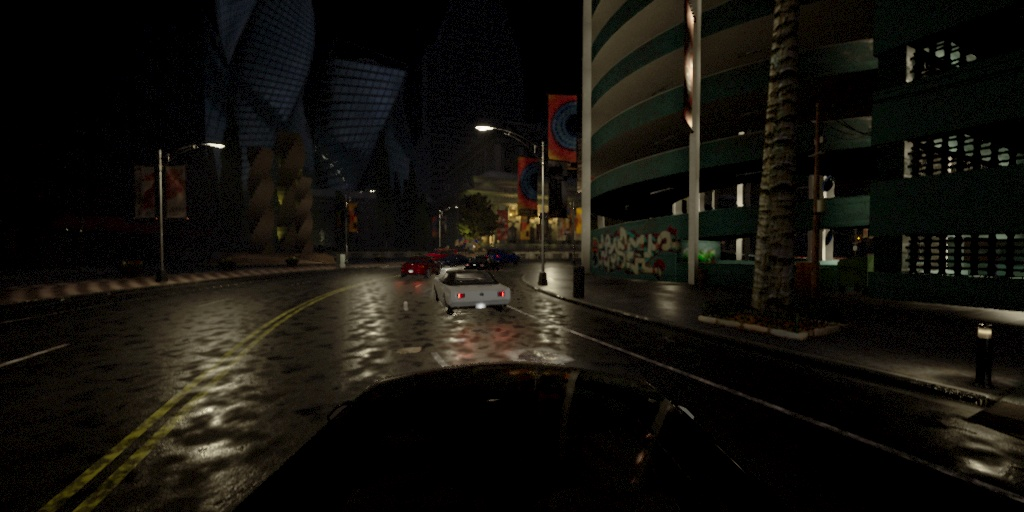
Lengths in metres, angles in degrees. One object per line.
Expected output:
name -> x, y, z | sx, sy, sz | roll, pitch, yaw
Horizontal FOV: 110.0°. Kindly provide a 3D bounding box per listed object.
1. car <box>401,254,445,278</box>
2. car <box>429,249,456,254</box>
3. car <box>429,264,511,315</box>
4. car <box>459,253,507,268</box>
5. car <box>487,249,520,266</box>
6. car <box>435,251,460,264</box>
car -> -6.577, 0.795, 26.062 | 1.812, 1.442, 4.674 | 0, 1, 4
car -> -8.758, 0.146, 44.021 | 2.150, 2.045, 5.566 | 1, 1, 28
car -> -1.630, 1.137, 12.690 | 1.895, 1.301, 4.718 | 0, 1, -19
car -> -2.401, 0.724, 31.355 | 2.033, 1.411, 5.357 | 0, 1, 14
car -> -1.079, 0.178, 42.757 | 2.150, 2.045, 5.566 | 1, 1, 28
car -> -6.595, 0.520, 40.407 | 1.812, 1.442, 4.674 | 1, 1, 25
